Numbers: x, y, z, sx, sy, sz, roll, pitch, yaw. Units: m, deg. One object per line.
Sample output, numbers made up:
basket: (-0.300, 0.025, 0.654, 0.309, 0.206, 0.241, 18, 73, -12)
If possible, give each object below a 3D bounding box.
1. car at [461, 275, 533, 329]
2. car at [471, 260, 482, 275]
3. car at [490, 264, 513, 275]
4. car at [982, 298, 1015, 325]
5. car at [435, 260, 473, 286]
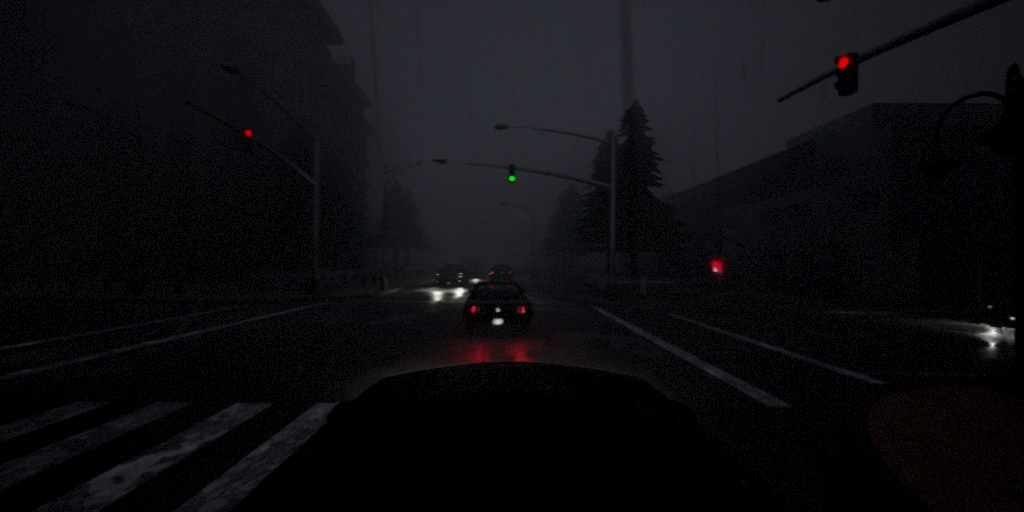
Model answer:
car: (-0.490, 1.488, 11.778, 1.895, 1.301, 4.718, 1, -1, -3)
car: (-4.718, 1.432, 41.300, 2.150, 2.045, 5.566, 1, -1, 0)
car: (-0.962, 1.527, 34.214, 2.097, 1.767, 4.553, 1, -1, -1)
car: (19.259, 1.716, 11.811, 5.357, 1.411, 2.033, 1, -1, 1)
car: (-4.579, 1.398, 28.053, 2.097, 1.767, 4.553, 1, -1, 0)
